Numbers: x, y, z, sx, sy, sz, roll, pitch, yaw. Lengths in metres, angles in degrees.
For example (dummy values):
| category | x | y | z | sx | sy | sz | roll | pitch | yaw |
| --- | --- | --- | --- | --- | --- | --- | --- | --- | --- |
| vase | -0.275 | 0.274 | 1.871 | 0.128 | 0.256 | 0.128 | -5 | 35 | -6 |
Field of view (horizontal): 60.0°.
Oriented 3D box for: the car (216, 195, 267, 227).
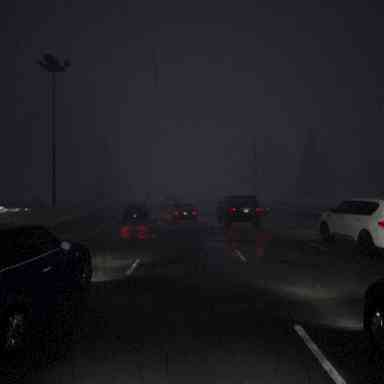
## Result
| category | x | y | z | sx | sy | sz | roll | pitch | yaw |
| --- | --- | --- | --- | --- | --- | --- | --- | --- | --- |
| car | 3.044 | 1.206 | 22.532 | 2.150 | 2.045 | 5.566 | 0 | 0 | -4 |

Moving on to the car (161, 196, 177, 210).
| category | x | y | z | sx | sy | sz | roll | pitch | yaw |
| --- | --- | --- | --- | --- | --- | --- | --- | --- | --- |
| car | -2.744 | 1.322 | 41.845 | 2.097 | 1.767 | 4.553 | 0 | 0 | -9 |

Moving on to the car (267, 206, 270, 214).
| category | x | y | z | sx | sy | sz | roll | pitch | yaw |
| --- | --- | --- | --- | --- | --- | --- | --- | --- | --- |
| car | 5.757 | 1.526 | 31.688 | 2.033 | 1.411 | 5.357 | 0 | 0 | -6 |

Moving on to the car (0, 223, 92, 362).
| category | x | y | z | sx | sy | sz | roll | pitch | yaw |
| --- | --- | --- | --- | --- | --- | --- | --- | --- | --- |
| car | -3.411 | 1.348 | 6.063 | 2.097 | 1.767 | 4.553 | 0 | 0 | 0 |

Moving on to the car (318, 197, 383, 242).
| category | x | y | z | sx | sy | sz | roll | pitch | yaw |
| --- | --- | --- | --- | --- | --- | --- | --- | --- | --- |
| car | 6.988 | 1.213 | 13.079 | 2.150 | 2.045 | 5.566 | 0 | 0 | -1 |

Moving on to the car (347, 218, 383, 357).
| category | x | y | z | sx | sy | sz | roll | pitch | yaw |
| --- | --- | --- | --- | --- | --- | --- | --- | --- | --- |
| car | 3.600 | 1.350 | 3.107 | 2.097 | 1.767 | 4.553 | 0 | 0 | 0 |

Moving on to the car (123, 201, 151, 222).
| category | x | y | z | sx | sy | sz | roll | pitch | yaw |
| --- | --- | --- | --- | --- | --- | --- | --- | --- | --- |
| car | -4.256 | 1.473 | 25.955 | 2.128 | 1.511 | 4.902 | 0 | 0 | -5 |

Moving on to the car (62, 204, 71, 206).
| category | x | y | z | sx | sy | sz | roll | pitch | yaw |
| --- | --- | --- | --- | --- | --- | --- | --- | --- | --- |
| car | -18.048 | 1.568 | 46.987 | 1.895 | 1.301 | 4.718 | 0 | 0 | -11 |

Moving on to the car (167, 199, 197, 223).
| category | x | y | z | sx | sy | sz | roll | pitch | yaw |
| --- | --- | --- | --- | --- | --- | --- | --- | --- | --- |
| car | -0.685 | 1.529 | 25.591 | 2.033 | 1.411 | 5.357 | 0 | 0 | -5 |
